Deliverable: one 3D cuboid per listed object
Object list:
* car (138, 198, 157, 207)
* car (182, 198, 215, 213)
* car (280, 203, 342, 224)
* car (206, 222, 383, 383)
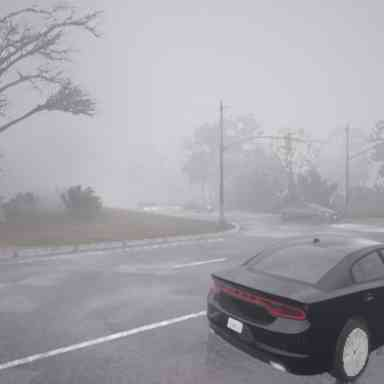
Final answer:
[{"bbox_3d":[-6.807,1.588,50.331,1.994,1.385,4.181,0,0,-26],"label":"car"},{"bbox_3d":[0.607,1.426,36.207,2.128,1.511,4.902,0,0,-29],"label":"car"},{"bbox_3d":[8.351,1.485,23.674,1.994,1.385,4.181,0,0,-36],"label":"car"},{"bbox_3d":[2.553,1.458,5.479,5.008,1.535,1.882,0,0,-35],"label":"car"}]
